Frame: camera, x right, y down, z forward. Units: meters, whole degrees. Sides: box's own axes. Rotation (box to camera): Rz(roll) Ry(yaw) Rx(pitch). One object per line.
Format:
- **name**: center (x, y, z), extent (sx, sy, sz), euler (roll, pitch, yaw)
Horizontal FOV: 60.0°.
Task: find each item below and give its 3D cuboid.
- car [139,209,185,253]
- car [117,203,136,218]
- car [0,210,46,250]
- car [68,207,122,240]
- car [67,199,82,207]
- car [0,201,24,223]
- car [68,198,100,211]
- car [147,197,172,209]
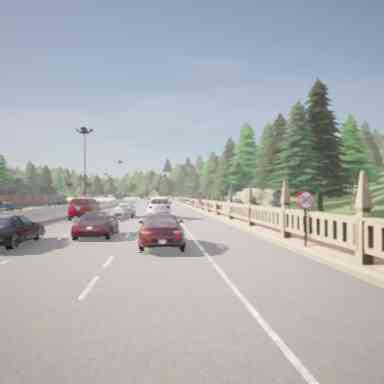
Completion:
- **car**: center (-1.322, 1.669, 14.448), extent (1.812, 1.442, 4.674), euler (0, -1, -6)
- **car**: center (-6.925, 1.893, 34.621), extent (1.812, 1.442, 4.674), euler (0, 0, -6)
- **car**: center (-8.427, 1.745, 15.155), extent (2.033, 1.411, 5.357), euler (0, -1, -6)
- **car**: center (-5.240, 1.770, 18.382), extent (1.994, 1.385, 4.181), euler (0, -1, -6)
- **car**: center (-24.770, 2.284, 70.346), extent (1.837, 1.490, 4.892), euler (0, -1, -6)
- **car**: center (-17.209, 1.748, 30.169), extent (2.097, 1.767, 4.553), euler (0, -1, -6)
- **car**: center (-10.114, 1.583, 31.499), extent (2.150, 2.045, 5.566), euler (0, 0, -6)
- **car**: center (-3.183, 1.546, 32.529), extent (2.150, 2.045, 5.566), euler (0, 0, -6)
